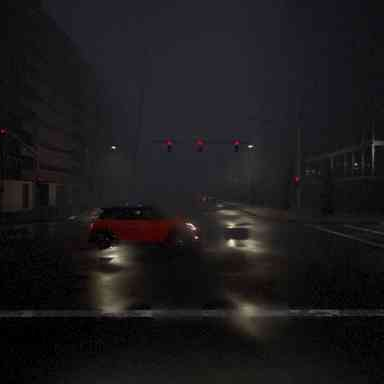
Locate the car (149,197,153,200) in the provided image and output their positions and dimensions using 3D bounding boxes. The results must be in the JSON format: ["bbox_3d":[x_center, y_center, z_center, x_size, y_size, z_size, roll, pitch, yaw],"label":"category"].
[{"bbox_3d":[-7.340,1.547,54.552,2.033,1.411,5.357,0,0,1],"label":"car"}]

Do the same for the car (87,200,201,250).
[{"bbox_3d":[-1.908,1.377,13.952,4.553,1.767,2.097,0,0,0],"label":"car"}]

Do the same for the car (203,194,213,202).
[{"bbox_3d":[3.465,1.355,74.531,2.097,1.767,4.553,0,0,1],"label":"car"}]

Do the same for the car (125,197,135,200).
[{"bbox_3d":[-7.466,1.526,34.177,1.812,1.442,4.674,0,0,0],"label":"car"}]

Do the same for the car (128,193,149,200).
[{"bbox_3d":[-7.452,1.221,44.088,2.150,2.045,5.566,0,0,1],"label":"car"}]

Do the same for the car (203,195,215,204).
[{"bbox_3d":[3.461,1.491,64.666,2.128,1.511,4.902,0,0,1],"label":"car"}]

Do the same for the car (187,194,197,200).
[{"bbox_3d":[-0.038,1.564,64.574,1.994,1.385,4.181,0,0,1],"label":"car"}]
